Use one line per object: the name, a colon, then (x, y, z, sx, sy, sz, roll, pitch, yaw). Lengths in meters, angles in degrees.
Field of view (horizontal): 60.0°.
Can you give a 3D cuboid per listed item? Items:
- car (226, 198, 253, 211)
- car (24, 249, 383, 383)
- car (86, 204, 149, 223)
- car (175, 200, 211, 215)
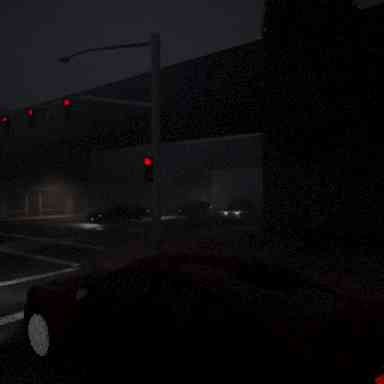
car: (6.268, 1.569, 43.524, 1.882, 1.535, 5.008, 0, 0, 36)
car: (-0.192, 1.489, 4.188, 5.008, 1.535, 1.882, 0, 0, 37)
car: (-5.824, 1.641, 26.750, 2.033, 1.411, 5.357, 0, 0, 36)
car: (0.188, 1.584, 35.102, 2.128, 1.511, 4.902, 0, 0, 36)
